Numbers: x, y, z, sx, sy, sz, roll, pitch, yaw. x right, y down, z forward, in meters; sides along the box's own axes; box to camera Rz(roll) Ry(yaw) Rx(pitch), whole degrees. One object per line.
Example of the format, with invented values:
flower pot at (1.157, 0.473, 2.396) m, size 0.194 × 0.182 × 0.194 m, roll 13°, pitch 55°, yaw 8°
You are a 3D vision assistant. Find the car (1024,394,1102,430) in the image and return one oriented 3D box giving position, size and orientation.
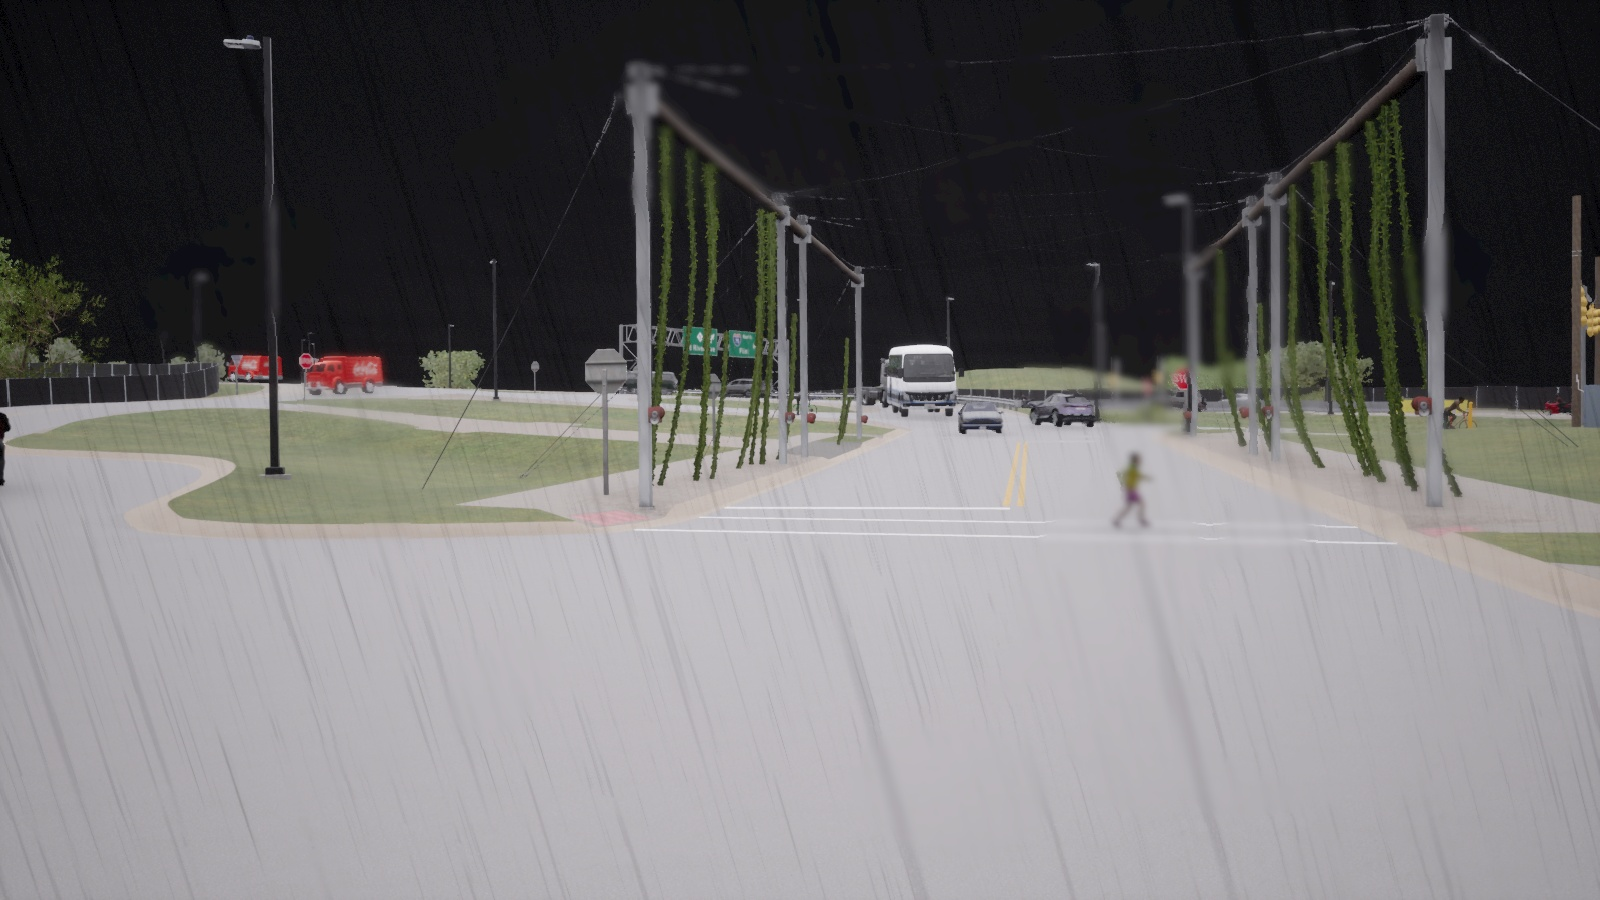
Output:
car at (12.929, -1.889, 61.994) m, size 2.033 × 1.649 × 4.856 m, roll 1°, pitch 2°, yaw -10°

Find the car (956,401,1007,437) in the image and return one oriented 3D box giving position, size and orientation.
car at (8.095, -1.420, 56.476) m, size 2.033 × 1.411 × 5.357 m, roll 0°, pitch 3°, yaw 6°

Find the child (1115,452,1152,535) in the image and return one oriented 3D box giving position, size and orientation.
child at (4.760, 0.615, 17.922) m, size 0.473 × 1.160 × 0.299 m, roll 0°, pitch 1°, yaw 22°

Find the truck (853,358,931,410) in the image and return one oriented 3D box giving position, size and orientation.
truck at (6.462, -4.784, 89.784) m, size 2.891 × 3.462 × 7.936 m, roll -1°, pitch 4°, yaw -16°

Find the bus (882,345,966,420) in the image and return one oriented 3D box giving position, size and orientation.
bus at (7.442, -4.249, 77.098) m, size 3.944 × 4.253 × 10.273 m, roll 0°, pitch 4°, yaw -1°

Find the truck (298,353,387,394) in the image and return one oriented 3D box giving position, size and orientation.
truck at (-29.424, -4.963, 80.967) m, size 2.627 × 2.467 × 5.204 m, roll 1°, pitch 4°, yaw 19°
